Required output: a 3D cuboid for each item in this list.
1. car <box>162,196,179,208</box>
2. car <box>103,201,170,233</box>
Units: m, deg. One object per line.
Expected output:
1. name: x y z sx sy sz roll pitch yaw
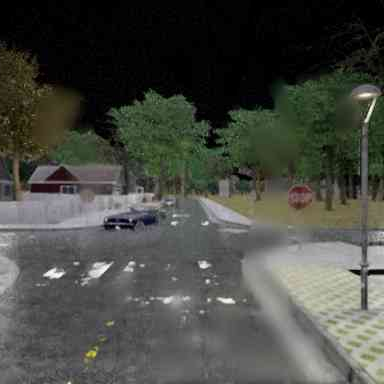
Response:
1. car: -2.747 1.238 42.645 2.128 1.511 4.902 0 0 0
2. car: -3.187 1.483 19.322 1.895 1.301 4.718 0 1 17
